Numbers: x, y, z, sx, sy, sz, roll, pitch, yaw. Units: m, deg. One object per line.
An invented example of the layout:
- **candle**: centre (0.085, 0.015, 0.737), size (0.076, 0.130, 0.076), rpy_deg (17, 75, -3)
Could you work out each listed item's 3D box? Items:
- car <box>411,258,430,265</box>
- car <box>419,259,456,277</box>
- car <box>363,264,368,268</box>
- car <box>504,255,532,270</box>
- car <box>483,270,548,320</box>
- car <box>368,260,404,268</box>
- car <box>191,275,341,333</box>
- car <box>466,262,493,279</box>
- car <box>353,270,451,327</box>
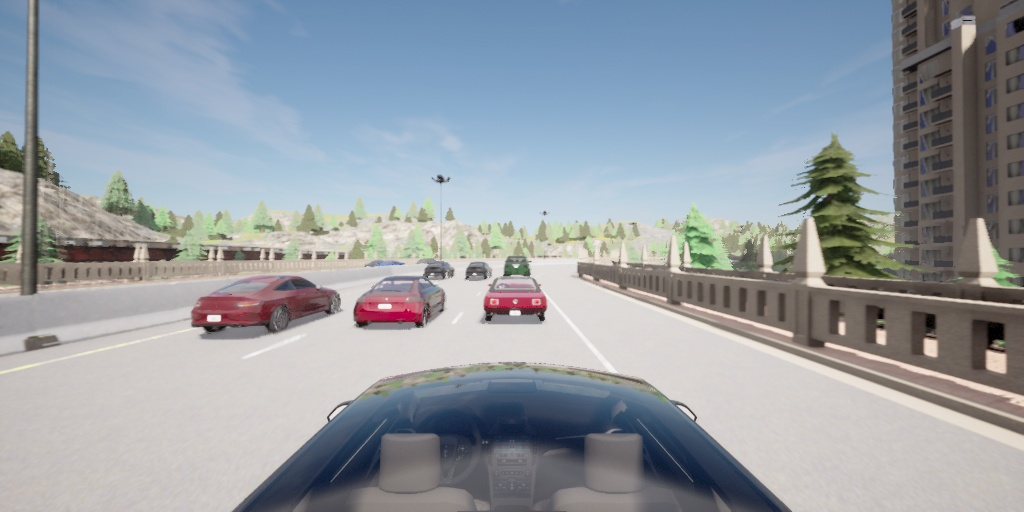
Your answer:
- **car**: centre (-11.295, 1.114, 46.303), size (2.097, 1.767, 4.553), rpy_deg (0, 0, 14)
- **car**: centre (-6.378, 1.256, 32.067), size (1.837, 1.490, 4.892), rpy_deg (0, 0, 5)
- **car**: centre (-17.993, 1.287, 48.286), size (1.837, 1.490, 4.892), rpy_deg (0, -1, 14)
- **car**: centre (0.560, 0.966, 31.576), size (2.150, 2.045, 5.566), rpy_deg (0, 0, 5)
- **car**: centre (0.099, 1.353, 12.550), size (1.895, 1.301, 4.718), rpy_deg (0, 0, 0)
- **car**: centre (-15.254, 1.247, 44.565), size (1.882, 1.535, 5.008), rpy_deg (0, 0, 12)
- **car**: centre (-6.901, 1.278, 10.609), size (1.812, 1.442, 4.674), rpy_deg (0, 0, 0)
- **car**: centre (-2.867, 1.253, 32.060), size (1.837, 1.490, 4.892), rpy_deg (0, 0, 5)
- **car**: centre (-3.402, 1.316, 11.593), size (1.994, 1.385, 4.181), rpy_deg (0, 0, 0)
